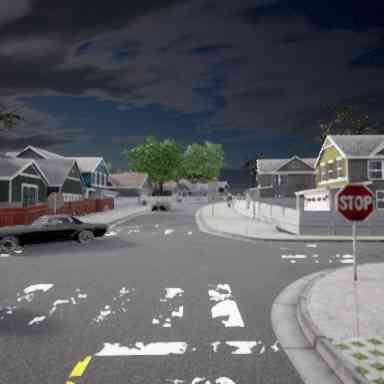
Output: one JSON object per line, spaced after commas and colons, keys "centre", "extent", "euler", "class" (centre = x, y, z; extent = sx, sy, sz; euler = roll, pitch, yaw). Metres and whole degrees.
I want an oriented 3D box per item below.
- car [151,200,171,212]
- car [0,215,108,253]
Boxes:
{"centre": [-3.563, 1.653, 38.885], "extent": [1.895, 1.301, 4.718], "euler": [0, 0, 2], "class": "car"}
{"centre": [-6.101, 1.656, 13.998], "extent": [4.718, 1.301, 1.895], "euler": [-1, -1, -38], "class": "car"}
